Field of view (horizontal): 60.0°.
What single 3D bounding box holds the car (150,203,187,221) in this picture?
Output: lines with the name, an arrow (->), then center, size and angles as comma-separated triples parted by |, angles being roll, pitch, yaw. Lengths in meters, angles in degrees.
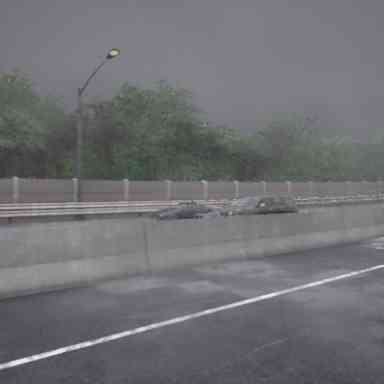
car -> -0.453, 1.525, 25.043 | 5.357, 1.411, 2.033 | 0, 0, -35

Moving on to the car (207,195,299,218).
car -> 3.920, 1.200, 19.552 | 5.566, 2.045, 2.150 | 0, 0, -35

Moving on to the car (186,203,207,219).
car -> 2.078, 1.542, 22.530 | 4.181, 1.385, 1.994 | 0, 0, -35
